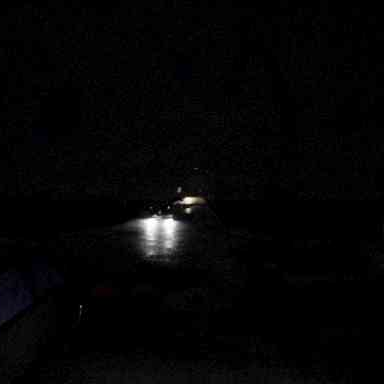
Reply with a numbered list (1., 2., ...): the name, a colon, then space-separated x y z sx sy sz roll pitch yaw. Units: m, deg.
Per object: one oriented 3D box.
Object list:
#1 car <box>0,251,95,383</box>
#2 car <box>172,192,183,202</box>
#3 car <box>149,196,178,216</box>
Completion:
1. car: -2.724 1.527 3.980 2.033 1.411 5.357 0 0 0
2. car: -2.377 0.804 53.458 1.882 1.535 5.008 0 1 0
3. car: -2.550 1.290 28.752 1.895 1.301 4.718 0 1 0
